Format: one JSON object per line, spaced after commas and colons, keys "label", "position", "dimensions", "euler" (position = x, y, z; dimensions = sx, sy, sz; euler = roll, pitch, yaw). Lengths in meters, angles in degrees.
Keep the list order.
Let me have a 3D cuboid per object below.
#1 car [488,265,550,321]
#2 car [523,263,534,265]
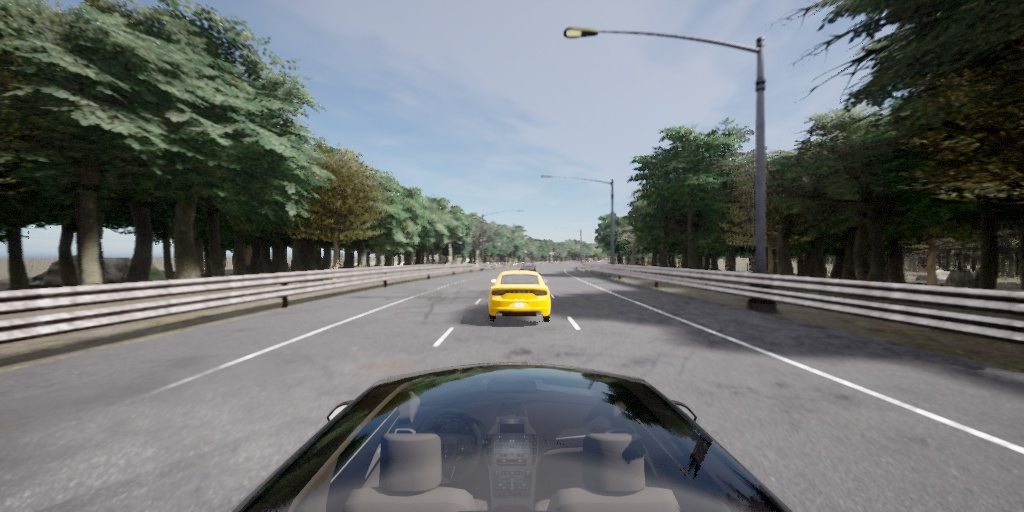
{"label": "car", "position": [0.266, 1.254, 12.680], "dimensions": [1.882, 1.535, 5.008], "euler": [0, 0, 1]}
{"label": "car", "position": [2.032, 1.634, 44.238], "dimensions": [2.128, 1.511, 4.902], "euler": [0, -1, 5]}
